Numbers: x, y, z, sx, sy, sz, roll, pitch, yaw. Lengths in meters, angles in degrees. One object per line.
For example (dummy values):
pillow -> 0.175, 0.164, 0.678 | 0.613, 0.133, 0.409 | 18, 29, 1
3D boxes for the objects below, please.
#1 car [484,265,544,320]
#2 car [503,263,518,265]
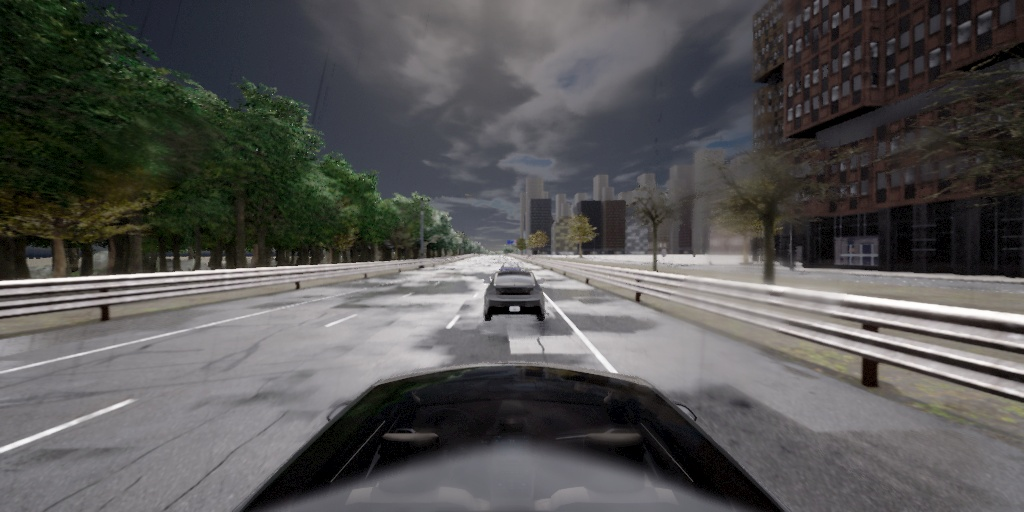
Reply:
car -> 0.063, 1.246, 12.564 | 1.837, 1.490, 4.892 | 0, 0, 0
car -> -0.146, 1.300, 33.398 | 1.895, 1.301, 4.718 | 0, 0, -1
